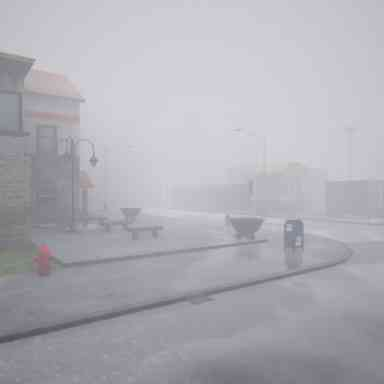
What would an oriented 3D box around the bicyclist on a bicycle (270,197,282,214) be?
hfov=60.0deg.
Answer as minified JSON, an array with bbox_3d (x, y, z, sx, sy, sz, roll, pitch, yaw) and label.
[{"bbox_3d":[8.116,1.349,32.064,1.656,1.620,0.582,0,0,-35],"label":"bicyclist on a bicycle"}]
